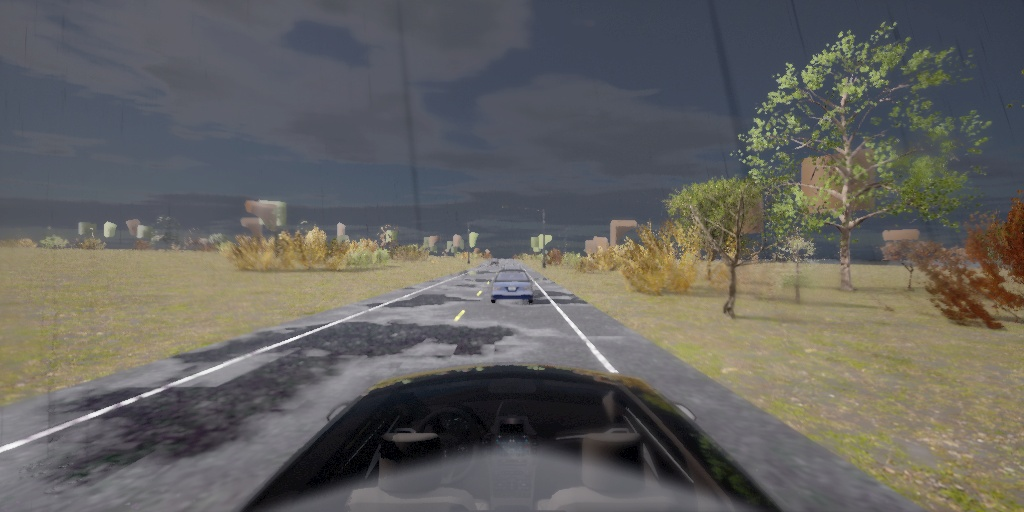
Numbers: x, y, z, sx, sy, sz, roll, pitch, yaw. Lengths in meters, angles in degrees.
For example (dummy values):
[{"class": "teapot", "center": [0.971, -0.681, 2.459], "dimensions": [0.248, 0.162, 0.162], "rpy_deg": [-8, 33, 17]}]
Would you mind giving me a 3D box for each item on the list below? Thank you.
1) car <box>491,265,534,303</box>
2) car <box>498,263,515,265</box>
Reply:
[{"class": "car", "center": [0.000, 1.315, 16.501], "dimensions": [2.033, 1.411, 5.357], "rpy_deg": [0, 0, 0]}, {"class": "car", "center": [0.000, 1.376, 31.531], "dimensions": [1.895, 1.301, 4.718], "rpy_deg": [0, 0, 0]}]
